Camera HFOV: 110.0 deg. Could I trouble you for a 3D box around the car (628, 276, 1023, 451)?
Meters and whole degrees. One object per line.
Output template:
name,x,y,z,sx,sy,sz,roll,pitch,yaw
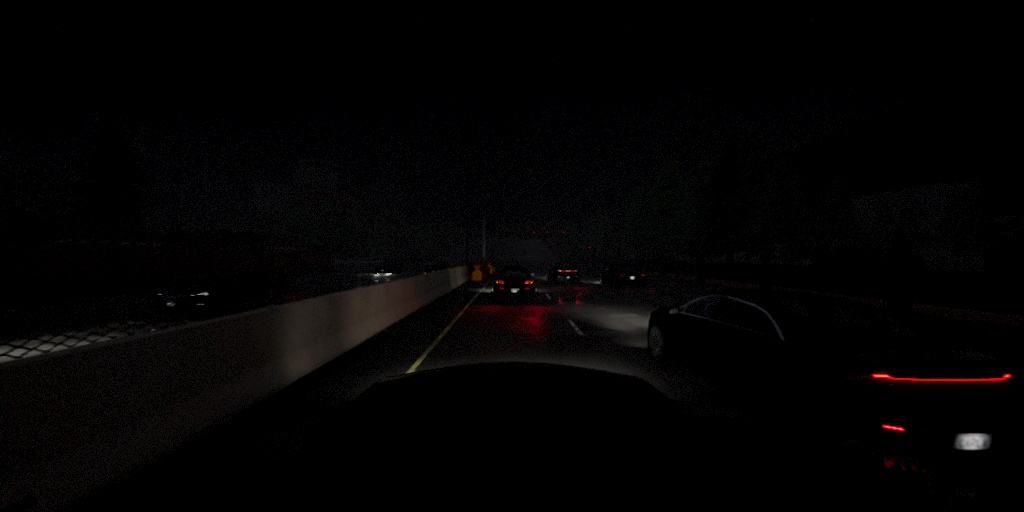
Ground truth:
car,3.597,1.228,5.222,2.128,1.511,4.902,0,0,0

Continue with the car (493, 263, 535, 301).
car,0.101,1.227,16.947,1.812,1.442,4.674,0,0,0

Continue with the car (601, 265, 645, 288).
car,7.101,1.243,23.155,1.994,1.385,4.181,0,0,0

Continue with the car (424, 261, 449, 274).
car,-7.065,1.211,34.225,1.994,1.385,4.181,0,0,0

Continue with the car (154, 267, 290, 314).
car,-10.598,1.205,13.581,2.128,1.511,4.902,0,0,0

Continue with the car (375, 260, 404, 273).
car,-14.002,1.172,41.438,2.033,1.411,5.357,0,0,0

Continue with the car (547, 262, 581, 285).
car,3.600,1.164,25.412,2.128,1.511,4.902,0,0,0

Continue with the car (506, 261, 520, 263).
car,0.099,1.174,33.716,1.812,1.442,4.674,0,0,0

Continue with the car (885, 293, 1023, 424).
car,7.093,1.305,3.765,1.994,1.385,4.181,0,0,0
